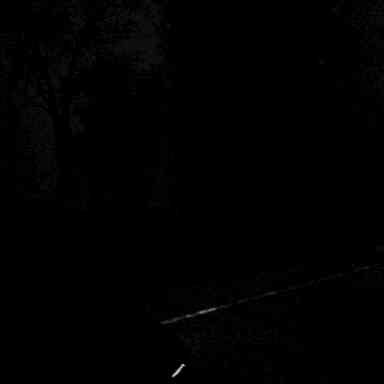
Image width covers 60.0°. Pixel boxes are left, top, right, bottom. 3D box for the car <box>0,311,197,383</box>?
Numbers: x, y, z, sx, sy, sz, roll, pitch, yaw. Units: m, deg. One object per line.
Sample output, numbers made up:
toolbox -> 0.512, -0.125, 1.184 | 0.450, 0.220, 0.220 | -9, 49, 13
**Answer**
car -> -2.122, 1.530, 2.233 | 4.674, 1.442, 1.812 | 0, 0, -35
